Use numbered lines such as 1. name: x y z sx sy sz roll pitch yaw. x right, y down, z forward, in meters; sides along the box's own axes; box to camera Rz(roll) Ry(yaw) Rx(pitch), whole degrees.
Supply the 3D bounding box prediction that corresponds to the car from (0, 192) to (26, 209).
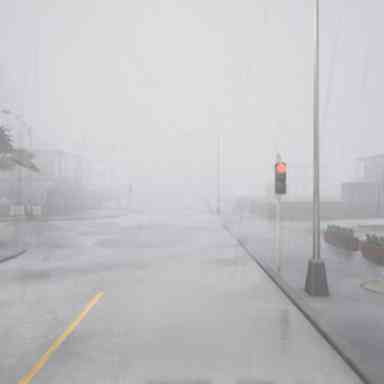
1. car: -19.723 0.956 35.316 1.905 1.878 3.866 0 0 35
